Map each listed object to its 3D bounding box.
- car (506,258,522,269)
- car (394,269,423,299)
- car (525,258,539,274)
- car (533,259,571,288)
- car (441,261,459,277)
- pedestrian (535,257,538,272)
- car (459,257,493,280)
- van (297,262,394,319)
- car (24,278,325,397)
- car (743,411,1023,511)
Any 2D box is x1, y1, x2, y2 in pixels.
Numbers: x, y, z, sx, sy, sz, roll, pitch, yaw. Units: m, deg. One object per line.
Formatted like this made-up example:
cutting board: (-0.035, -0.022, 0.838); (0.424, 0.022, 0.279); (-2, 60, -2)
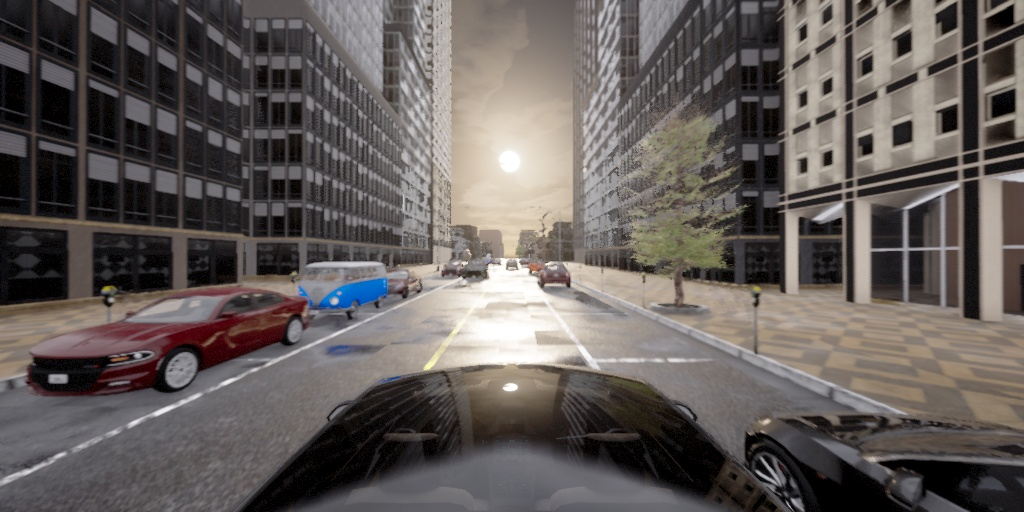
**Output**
car: (0.009, 1.233, 54.669); (2.128, 1.511, 4.902); (0, 0, 0)
car: (-5.688, 1.332, 18.125); (1.802, 1.307, 4.207); (0, 0, 0)
car: (3.005, 1.096, 42.106); (2.097, 1.767, 4.553); (0, 0, 0)
car: (2.694, 1.190, 23.801); (1.967, 1.591, 4.097); (0, 0, 0)
car: (-5.686, 1.187, 35.201); (1.967, 1.591, 4.097); (0, 0, 0)
pedestrian: (3.006, 1.038, 44.918); (0.375, 1.860, 0.375); (0, 0, -2)
car: (-3.088, 1.100, 31.401); (2.097, 1.767, 4.553); (0, 0, 0)
van: (-5.688, 1.091, 12.433); (1.690, 1.789, 3.998); (0, 0, 0)
car: (-5.689, 1.295, 6.740); (1.888, 1.381, 4.507); (0, 0, 0)
car: (2.691, 1.316, 1.034); (1.948, 1.339, 4.313); (0, 0, 0)
